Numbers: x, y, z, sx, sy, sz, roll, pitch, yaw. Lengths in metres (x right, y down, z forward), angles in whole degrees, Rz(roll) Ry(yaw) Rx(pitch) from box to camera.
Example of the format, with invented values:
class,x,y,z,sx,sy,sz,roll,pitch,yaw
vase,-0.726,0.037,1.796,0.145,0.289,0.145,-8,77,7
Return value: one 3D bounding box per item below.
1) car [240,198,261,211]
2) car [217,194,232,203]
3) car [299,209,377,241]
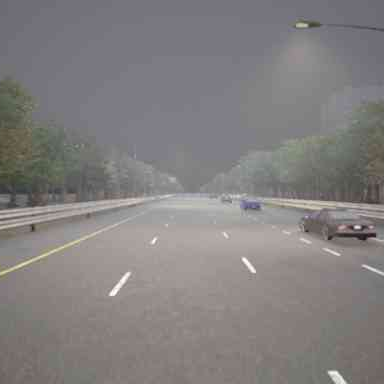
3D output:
class,x,y,z,sx,sy,sz,roll,pitch,yaw
car,7.019,1.519,40.275,1.882,1.535,5.008,0,0,0
car,7.117,1.419,70.237,2.097,1.767,4.553,0,0,0
car,7.003,1.551,16.588,2.033,1.411,5.357,0,0,0
